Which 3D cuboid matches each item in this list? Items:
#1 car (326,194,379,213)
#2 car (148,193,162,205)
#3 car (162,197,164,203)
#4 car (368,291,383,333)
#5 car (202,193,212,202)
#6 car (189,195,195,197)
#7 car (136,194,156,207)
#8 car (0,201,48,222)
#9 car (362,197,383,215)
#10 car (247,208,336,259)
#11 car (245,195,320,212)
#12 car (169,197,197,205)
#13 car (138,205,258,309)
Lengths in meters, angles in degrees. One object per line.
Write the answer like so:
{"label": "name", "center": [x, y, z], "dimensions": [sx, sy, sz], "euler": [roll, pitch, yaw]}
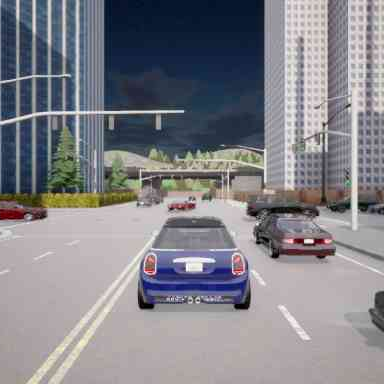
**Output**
{"label": "car", "center": [17.820, 1.221, 36.622], "dimensions": [5.566, 2.045, 2.150], "euler": [0, 0, 0]}
{"label": "car", "center": [-7.110, 1.221, 59.648], "dimensions": [2.150, 2.045, 5.566], "euler": [0, 0, 0]}
{"label": "car", "center": [-7.045, 1.552, 69.514], "dimensions": [1.994, 1.385, 4.181], "euler": [0, 0, 0]}
{"label": "car", "center": [3.599, 1.547, 2.573], "dimensions": [2.033, 1.411, 5.357], "euler": [0, 0, 0]}
{"label": "car", "center": [3.450, 1.202, 77.733], "dimensions": [2.150, 2.045, 5.566], "euler": [0, 0, 0]}
{"label": "car", "center": [-0.050, 1.501, 77.701], "dimensions": [1.812, 1.442, 4.674], "euler": [0, 0, 0]}
{"label": "car", "center": [-7.127, 1.491, 49.781], "dimensions": [2.128, 1.511, 4.902], "euler": [0, 0, 0]}
{"label": "car", "center": [-13.744, 1.478, 25.566], "dimensions": [5.008, 1.535, 1.882], "euler": [0, 0, -1]}
{"label": "car", "center": [19.999, 1.526, 33.089], "dimensions": [4.674, 1.442, 1.812], "euler": [0, 0, 0]}
{"label": "car", "center": [3.602, 1.547, 12.641], "dimensions": [2.033, 1.411, 5.357], "euler": [0, 0, 1]}
{"label": "car", "center": [6.968, 1.221, 25.882], "dimensions": [5.566, 2.045, 2.150], "euler": [0, 0, -1]}
{"label": "car", "center": [-1.045, 1.601, 38.542], "dimensions": [1.895, 1.301, 4.718], "euler": [0, 0, 21]}
{"label": "car", "center": [0.054, 1.352, 8.012], "dimensions": [2.097, 1.767, 4.553], "euler": [0, 0, 0]}
